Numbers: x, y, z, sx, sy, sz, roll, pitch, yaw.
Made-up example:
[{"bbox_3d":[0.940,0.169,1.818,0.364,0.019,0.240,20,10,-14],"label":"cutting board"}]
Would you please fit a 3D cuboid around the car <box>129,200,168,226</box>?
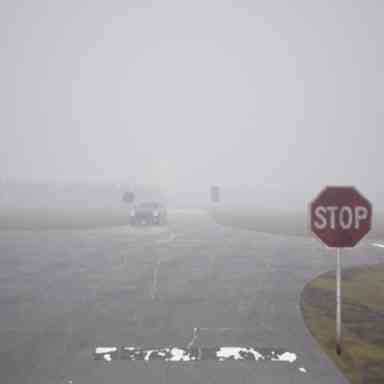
[{"bbox_3d":[-3.064,1.421,24.239,2.097,1.767,4.553,0,0,4],"label":"car"}]
